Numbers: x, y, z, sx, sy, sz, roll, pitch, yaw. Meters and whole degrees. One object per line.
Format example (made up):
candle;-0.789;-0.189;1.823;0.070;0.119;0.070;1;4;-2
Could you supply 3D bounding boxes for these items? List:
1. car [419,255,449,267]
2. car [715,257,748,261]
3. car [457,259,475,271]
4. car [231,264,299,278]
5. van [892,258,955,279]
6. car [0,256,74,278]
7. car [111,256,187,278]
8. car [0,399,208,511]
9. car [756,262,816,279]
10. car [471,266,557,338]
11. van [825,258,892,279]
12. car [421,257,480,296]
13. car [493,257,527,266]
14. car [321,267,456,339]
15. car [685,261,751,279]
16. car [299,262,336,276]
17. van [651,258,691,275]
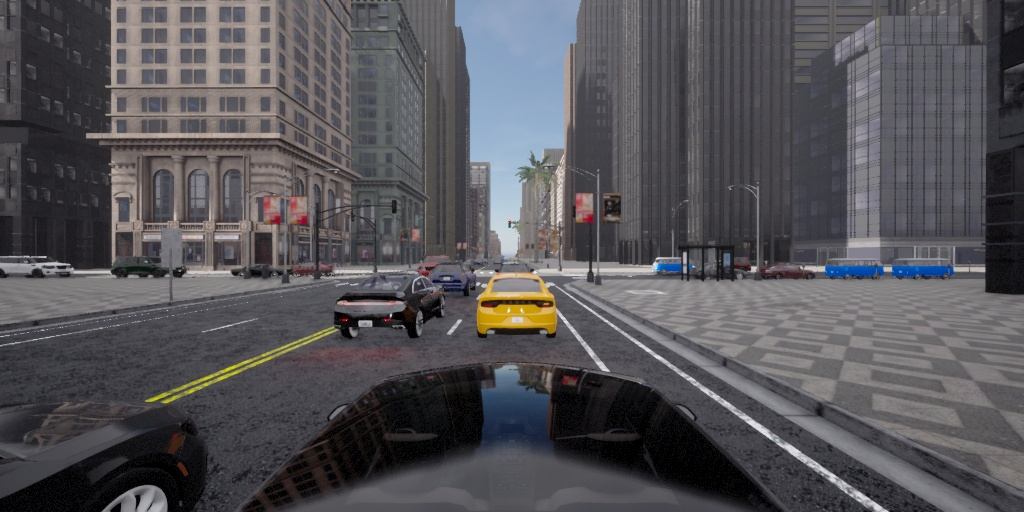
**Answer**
car;-6.555;0.972;31.066;2.150;2.045;5.566;0;0;0
car;22.802;1.035;38.350;5.009;1.841;2.192;0;0;0
car;-6.517;1.257;51.341;1.837;1.490;4.892;0;0;0
car;-22.539;1.375;32.593;4.718;1.301;1.895;0;0;0
van;34.148;1.080;29.810;3.998;1.789;1.690;0;0;0
car;-43.719;1.020;32.739;5.566;2.045;2.150;0;0;0
car;-33.012;1.007;32.664;5.566;2.045;2.150;0;0;0
car;-3.152;1.255;0.612;1.837;1.490;4.892;0;0;0
car;22.793;1.327;29.825;4.207;1.307;1.802;0;0;0
car;0.111;1.227;10.217;1.882;1.535;5.008;0;0;0
van;28.471;1.082;29.817;3.998;1.789;1.690;0;0;0
car;-3.122;1.102;19.267;2.097;1.767;4.553;0;0;0
car;0.128;1.102;19.291;2.097;1.767;4.553;0;0;0
car;-3.138;1.241;10.128;2.128;1.511;4.902;0;0;0
car;17.116;1.299;29.832;4.403;1.370;2.007;0;0;0
car;-20.079;1.288;35.696;4.674;1.442;1.812;0;1;-2
van;17.125;1.065;38.357;3.998;1.789;1.690;0;0;0
